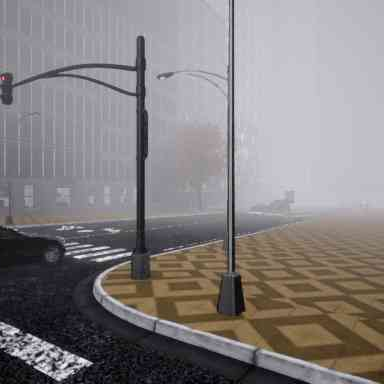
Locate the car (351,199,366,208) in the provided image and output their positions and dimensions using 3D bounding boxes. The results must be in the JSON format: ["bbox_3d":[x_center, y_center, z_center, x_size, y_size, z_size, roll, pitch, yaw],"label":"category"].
[{"bbox_3d":[42.287,3.146,84.345,1.882,1.535,5.008,0,-1,33],"label":"car"}]

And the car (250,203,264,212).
[{"bbox_3d":[11.072,2.497,54.029,1.994,1.385,4.181,0,-1,33],"label":"car"}]

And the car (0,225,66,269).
[{"bbox_3d":[-5.994,1.633,9.686,1.812,1.442,4.674,0,-1,33],"label":"car"}]

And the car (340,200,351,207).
[{"bbox_3d":[39.557,3.205,86.110,2.033,1.411,5.357,0,-1,33],"label":"car"}]

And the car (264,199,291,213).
[{"bbox_3d":[13.788,2.158,52.244,2.150,2.045,5.566,0,-1,33],"label":"car"}]
